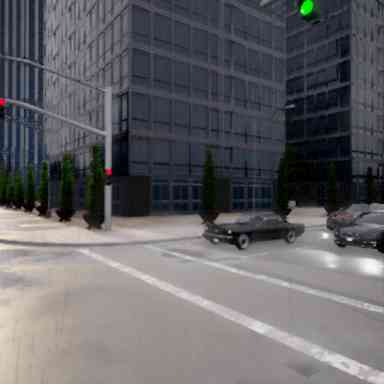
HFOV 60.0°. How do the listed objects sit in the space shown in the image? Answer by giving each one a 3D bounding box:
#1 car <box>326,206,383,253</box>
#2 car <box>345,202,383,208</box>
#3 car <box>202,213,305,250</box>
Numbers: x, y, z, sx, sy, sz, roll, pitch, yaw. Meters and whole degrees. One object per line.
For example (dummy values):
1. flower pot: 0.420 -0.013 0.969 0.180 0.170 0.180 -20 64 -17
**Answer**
1. car: 7.898 1.544 13.913 4.892 1.490 1.837 0 0 -35
2. car: 10.014 1.407 19.722 4.553 1.767 2.097 0 0 -35
3. car: 2.768 1.627 14.560 4.718 1.301 1.895 0 0 -35
